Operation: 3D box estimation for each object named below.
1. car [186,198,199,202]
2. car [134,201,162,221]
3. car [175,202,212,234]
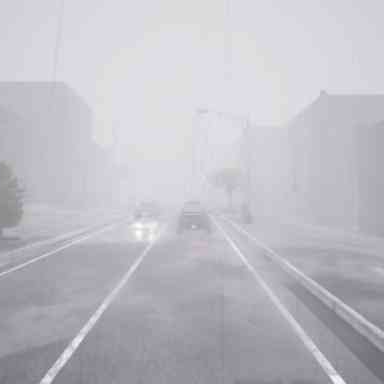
[{"bbox_3d":[0.089,1.500,37.465,1.837,1.490,4.892,0,0,0],"label":"car"},{"bbox_3d":[-3.600,1.526,27.672,2.128,1.511,4.902,0,0,0],"label":"car"},{"bbox_3d":[0.102,1.536,19.398,1.837,1.490,4.892,0,0,0],"label":"car"}]
